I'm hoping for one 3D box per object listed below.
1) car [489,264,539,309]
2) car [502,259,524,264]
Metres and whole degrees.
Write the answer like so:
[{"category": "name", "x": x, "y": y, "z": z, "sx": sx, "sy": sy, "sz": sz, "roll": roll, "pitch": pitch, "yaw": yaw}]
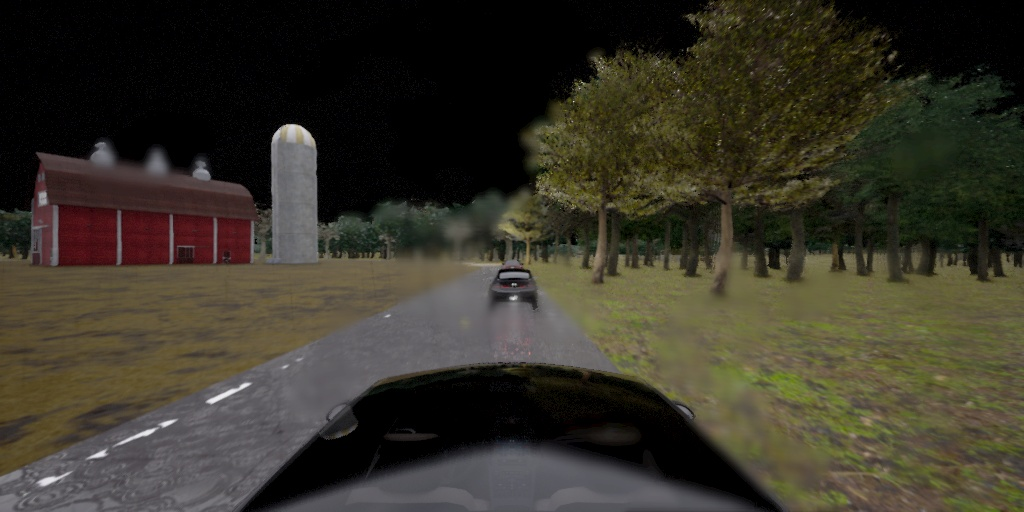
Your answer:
[{"category": "car", "x": 0.090, "y": 1.254, "z": 14.963, "sx": 1.837, "sy": 1.490, "sz": 4.892, "roll": 0, "pitch": 0, "yaw": 0}, {"category": "car", "x": 0.078, "y": 1.097, "z": 34.933, "sx": 2.097, "sy": 1.767, "sz": 4.553, "roll": 0, "pitch": 0, "yaw": 0}]
